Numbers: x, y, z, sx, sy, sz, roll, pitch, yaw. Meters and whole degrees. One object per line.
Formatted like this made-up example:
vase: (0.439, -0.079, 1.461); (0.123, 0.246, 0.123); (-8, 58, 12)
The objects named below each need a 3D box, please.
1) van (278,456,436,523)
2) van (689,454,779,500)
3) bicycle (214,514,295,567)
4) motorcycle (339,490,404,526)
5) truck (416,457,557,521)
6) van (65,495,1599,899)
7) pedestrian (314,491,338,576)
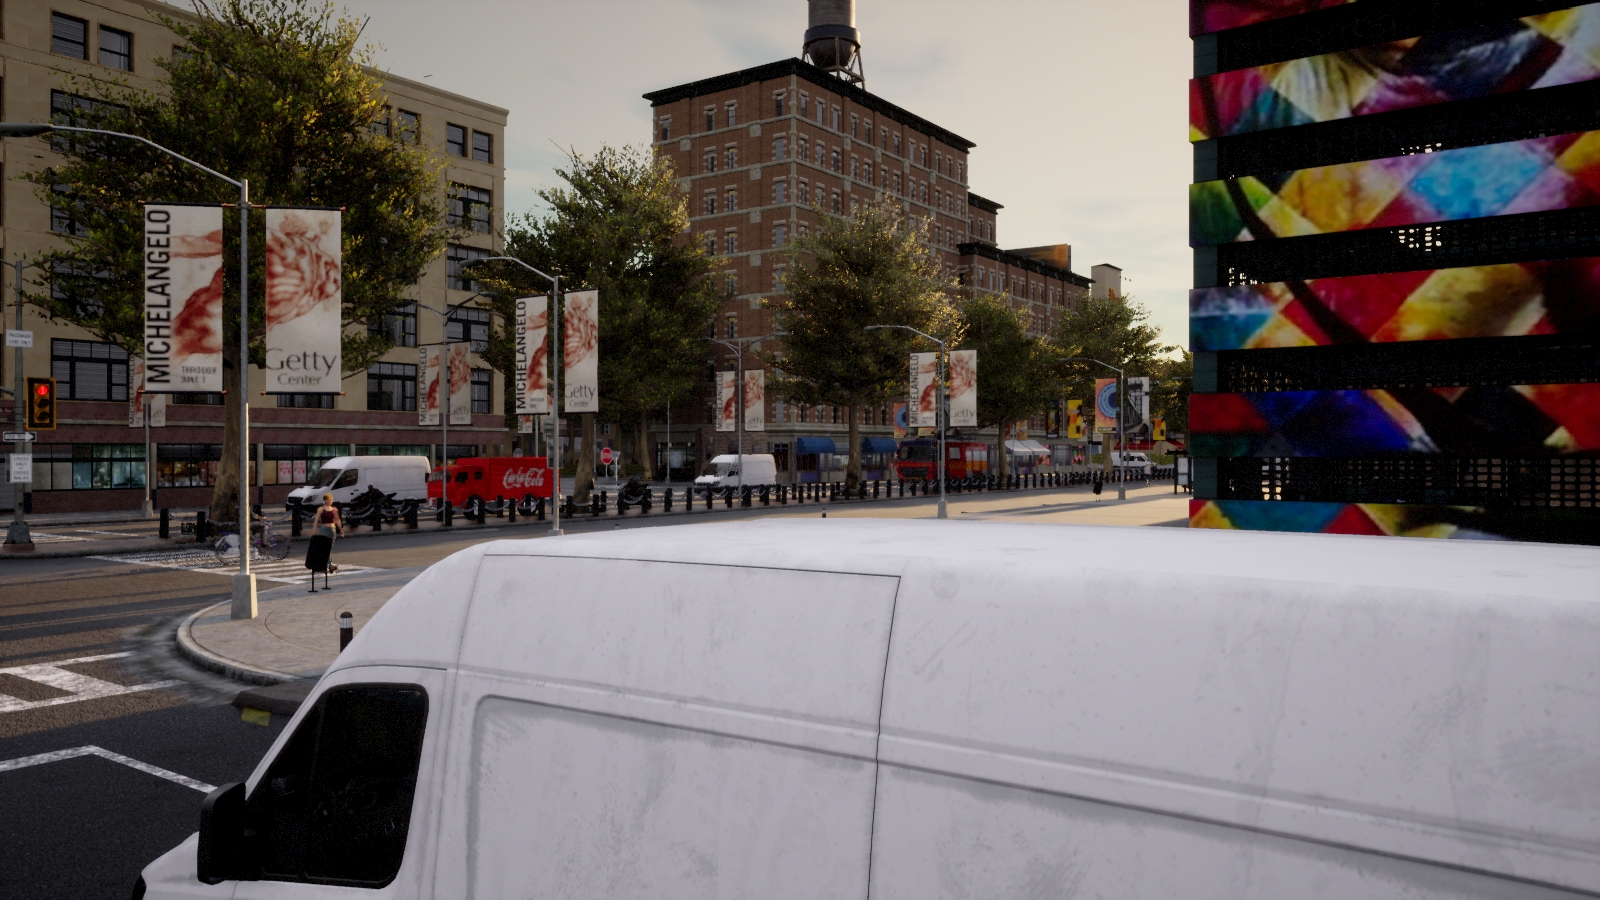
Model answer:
van: (-18.065, 1.534, 46.934); (1.988, 2.561, 5.915); (0, 0, 36)
van: (-3.819, 1.534, 66.913); (1.988, 2.561, 5.915); (0, 0, 36)
bicycle: (-13.371, 2.210, 28.054); (0.329, 1.171, 1.835); (0, 0, 38)
motorcycle: (-16.269, 2.205, 43.436); (0.867, 1.251, 2.209); (0, 0, 36)
truck: (-13.076, 1.565, 47.908); (2.627, 2.467, 5.204); (0, 0, 36)
van: (-0.118, 1.534, 3.913); (5.915, 2.561, 1.988); (0, 0, 36)
pedestrian: (-10.584, 1.848, 25.508); (0.375, 1.860, 0.375); (0, 0, 43)
